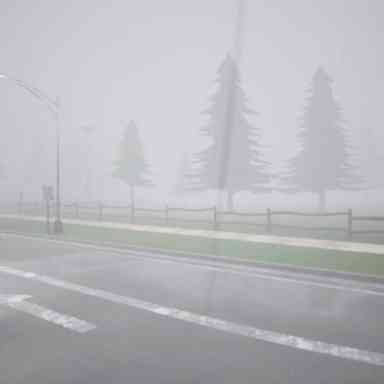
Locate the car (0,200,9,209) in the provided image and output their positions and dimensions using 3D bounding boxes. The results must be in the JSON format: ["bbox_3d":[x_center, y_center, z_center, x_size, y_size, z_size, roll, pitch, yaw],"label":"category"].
[{"bbox_3d":[-26.722,1.915,51.177,1.812,1.442,4.674,-1,-1,35],"label":"car"}]

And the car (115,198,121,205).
[{"bbox_3d":[-11.969,1.585,65.972,2.150,2.045,5.566,-1,0,35],"label":"car"}]

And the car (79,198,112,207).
[{"bbox_3d":[-15.766,1.901,54.586,1.994,1.385,4.181,-1,0,35],"label":"car"}]

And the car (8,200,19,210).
[{"bbox_3d":[-23.890,1.964,49.120,1.895,1.301,4.718,-1,0,35],"label":"car"}]

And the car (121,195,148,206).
[{"bbox_3d":[-10.444,1.689,62.112,2.097,1.767,4.553,-1,0,35],"label":"car"}]

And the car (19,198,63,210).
[{"bbox_3d":[-21.176,1.688,46.904,2.097,1.767,4.553,-1,0,35],"label":"car"}]

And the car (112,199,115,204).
[{"bbox_3d":[-14.939,1.949,67.768,1.994,1.385,4.181,-1,0,35],"label":"car"}]

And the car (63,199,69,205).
[{"bbox_3d":[-20.810,1.882,59.550,2.128,1.511,4.902,-1,0,35],"label":"car"}]

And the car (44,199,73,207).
[{"bbox_3d":[-24.336,1.942,60.586,1.812,1.442,4.674,-1,0,35],"label":"car"}]

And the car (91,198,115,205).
[{"bbox_3d":[-18.350,2.012,69.001,1.895,1.301,4.718,-1,0,35],"label":"car"}]

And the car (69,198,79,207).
[{"bbox_3d":[-18.161,1.889,57.243,1.812,1.442,4.674,-1,0,35],"label":"car"}]
